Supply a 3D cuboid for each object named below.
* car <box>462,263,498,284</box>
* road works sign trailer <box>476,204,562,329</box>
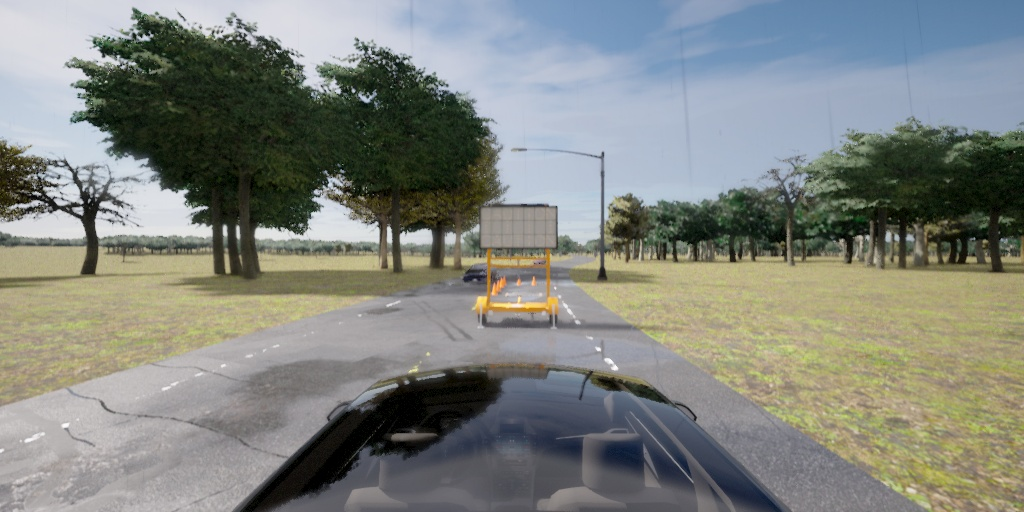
[{"bbox_3d":[-2.237,1.245,26.762,2.033,1.411,5.357,0,0,6],"label":"car"},{"bbox_3d":[0.205,0.191,11.160,2.380,3.560,2.880,0,0,3],"label":"road works sign trailer"}]
